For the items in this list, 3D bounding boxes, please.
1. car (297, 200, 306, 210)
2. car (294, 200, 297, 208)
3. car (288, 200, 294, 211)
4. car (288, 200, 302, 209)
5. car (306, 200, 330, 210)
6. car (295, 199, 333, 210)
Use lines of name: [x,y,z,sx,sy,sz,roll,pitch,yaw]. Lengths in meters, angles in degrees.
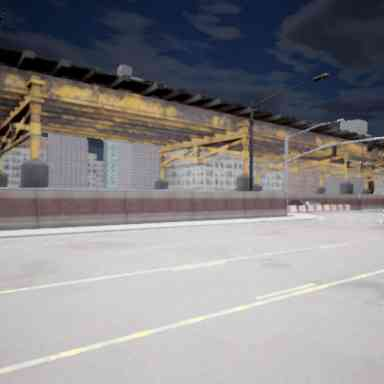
car: [14.519,1.884,46.702,2.038,1.542,4.974,0,0,18]
car: [10.774,1.833,44.018,4.974,1.542,2.038,0,0,8]
car: [10.723,1.675,44.026,4.536,1.218,1.853,0,0,8]
car: [14.536,1.727,46.753,1.853,1.218,4.536,0,0,18]
car: [18.379,1.785,50.456,4.536,1.218,1.853,1,0,-7]
car: [18.429,1.943,50.461,4.974,1.542,2.038,1,0,-7]
